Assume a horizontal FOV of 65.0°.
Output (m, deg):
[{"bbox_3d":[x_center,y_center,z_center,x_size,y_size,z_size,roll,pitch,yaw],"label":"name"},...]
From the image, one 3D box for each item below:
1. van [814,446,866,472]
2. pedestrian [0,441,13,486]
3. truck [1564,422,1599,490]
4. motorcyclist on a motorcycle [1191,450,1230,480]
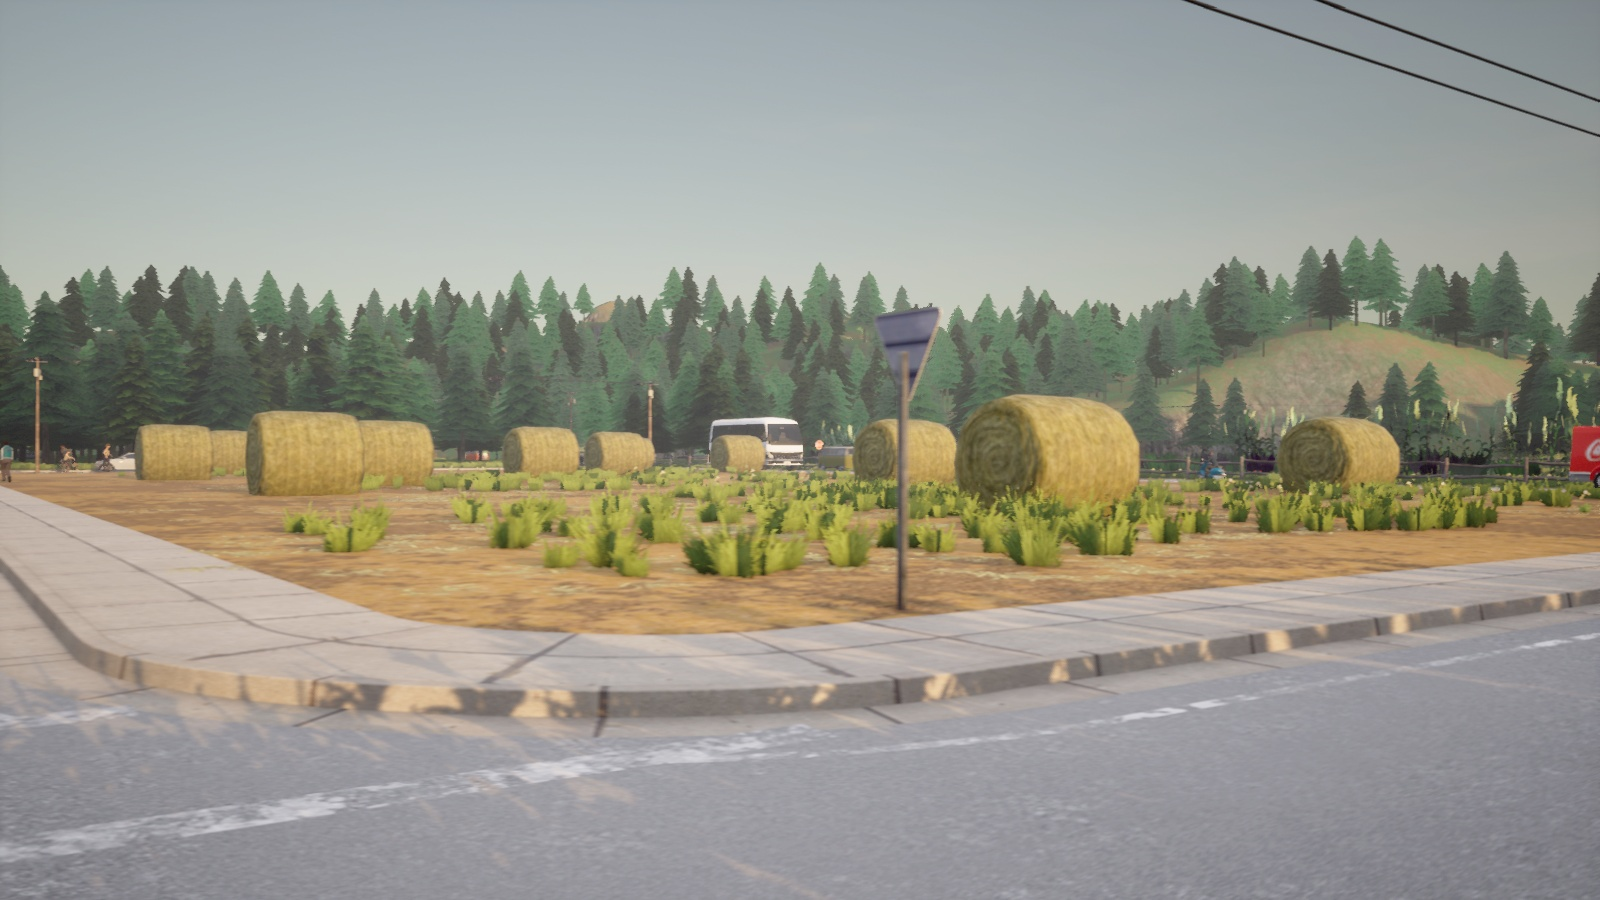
[{"bbox_3d":[3.042,0.695,96.320,1.775,1.987,4.442,0,0,-32],"label":"van"},{"bbox_3d":[-33.767,0.569,53.320,0.692,1.930,0.396,0,0,41],"label":"pedestrian"},{"bbox_3d":[30.819,0.248,45.007,2.627,2.467,5.204,0,1,-32],"label":"truck"},{"bbox_3d":[21.677,0.783,66.374,0.866,1.590,1.817,0,0,-32],"label":"motorcyclist on a motorcycle"}]
